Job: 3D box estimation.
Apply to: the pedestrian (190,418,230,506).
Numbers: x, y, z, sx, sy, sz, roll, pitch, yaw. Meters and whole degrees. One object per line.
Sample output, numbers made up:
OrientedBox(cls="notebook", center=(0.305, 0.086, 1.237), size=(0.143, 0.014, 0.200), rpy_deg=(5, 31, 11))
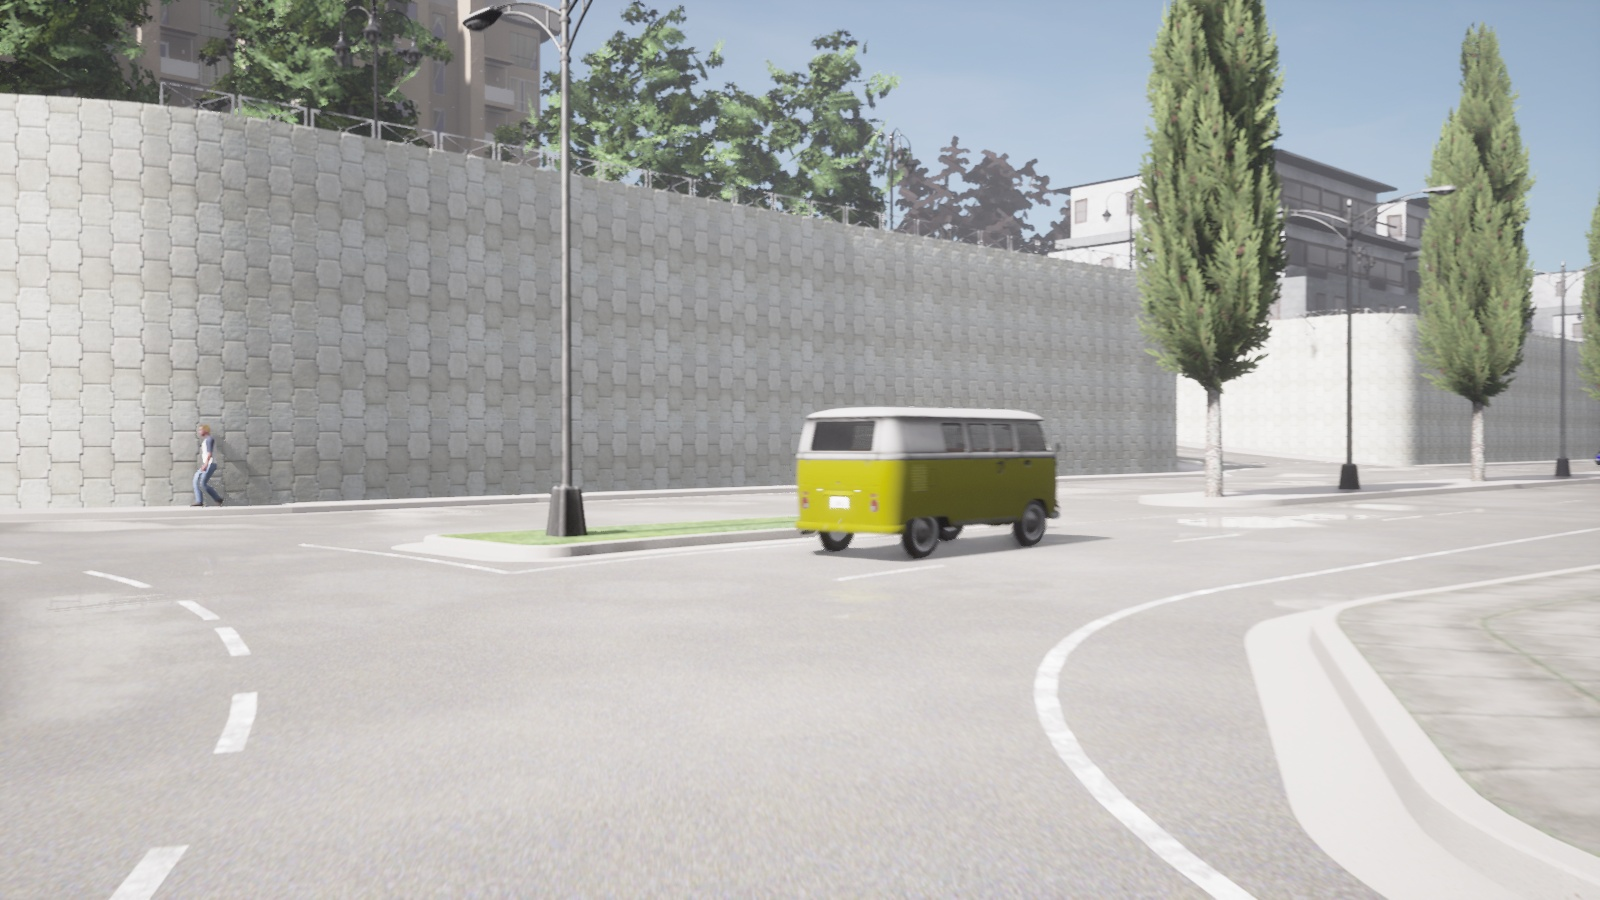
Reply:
OrientedBox(cls="pedestrian", center=(-12.484, 0.255, 26.567), size=(0.706, 1.836, 0.354), rpy_deg=(0, 0, -38))

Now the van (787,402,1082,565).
OrientedBox(cls="van", center=(1.999, 0.399, 17.595), size=(1.775, 1.987, 4.442), rpy_deg=(0, 0, 44))
